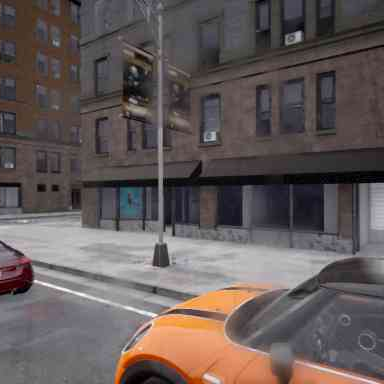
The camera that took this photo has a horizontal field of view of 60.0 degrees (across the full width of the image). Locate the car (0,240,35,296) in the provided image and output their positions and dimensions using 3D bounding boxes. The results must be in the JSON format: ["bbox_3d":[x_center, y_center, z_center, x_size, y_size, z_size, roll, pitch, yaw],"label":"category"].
[{"bbox_3d":[-5.456,1.564,7.558,4.181,1.385,1.994,0,0,36],"label":"car"}]

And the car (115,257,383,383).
[{"bbox_3d":[1.486,1.352,2.627,4.553,1.767,2.097,0,0,35],"label":"car"}]
